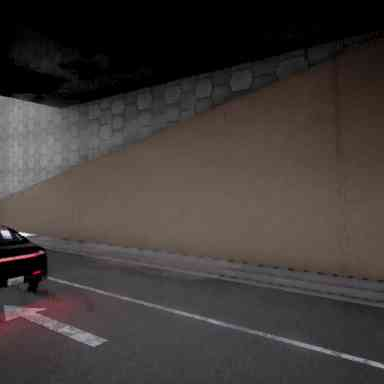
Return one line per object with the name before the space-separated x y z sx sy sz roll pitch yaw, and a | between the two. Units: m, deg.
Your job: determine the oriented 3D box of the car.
car | -5.333 1.489 7.746 4.902 1.511 2.128 0 0 35
